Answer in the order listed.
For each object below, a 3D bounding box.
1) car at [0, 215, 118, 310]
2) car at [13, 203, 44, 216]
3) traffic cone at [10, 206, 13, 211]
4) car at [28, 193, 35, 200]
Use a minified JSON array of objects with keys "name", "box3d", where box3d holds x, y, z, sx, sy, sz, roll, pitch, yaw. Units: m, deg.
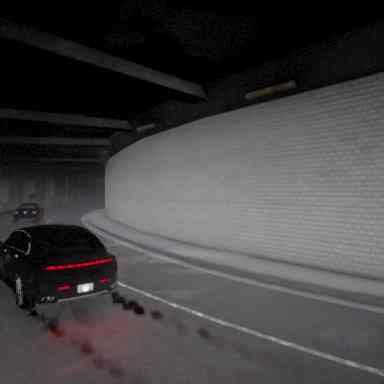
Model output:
[{"name":"car","box3d":[-3.514,1.541,8.087,1.837,1.490,4.892,0,0,-39]},{"name":"car","box3d":[-13.712,1.649,28.120,2.033,1.411,5.357,1,0,-18]},{"name":"traffic cone","box3d":[-22.636,2.083,41.699,0.340,0.580,0.340,1,0,-13]},{"name":"car","box3d":[-33.266,1.175,70.808,2.150,2.045,5.566,1,0,-3]}]
